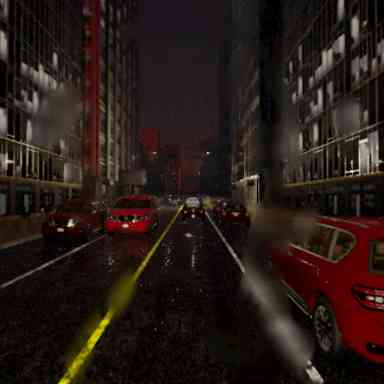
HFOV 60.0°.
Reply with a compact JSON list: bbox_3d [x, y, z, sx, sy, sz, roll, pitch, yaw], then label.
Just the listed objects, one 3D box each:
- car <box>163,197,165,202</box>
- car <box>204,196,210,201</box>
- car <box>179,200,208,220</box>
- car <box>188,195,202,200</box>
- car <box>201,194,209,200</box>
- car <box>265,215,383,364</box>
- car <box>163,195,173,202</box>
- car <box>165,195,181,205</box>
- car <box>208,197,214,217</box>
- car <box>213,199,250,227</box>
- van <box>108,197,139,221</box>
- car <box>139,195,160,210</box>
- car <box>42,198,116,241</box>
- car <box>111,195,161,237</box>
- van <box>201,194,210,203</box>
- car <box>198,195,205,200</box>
[{"bbox_3d":[-5.638,1.566,50.316,1.947,1.339,4.313,1,0,0],"label":"car"},{"bbox_3d":[2.709,1.524,39.447,1.752,1.417,4.829,1,0,0],"label":"car"},{"bbox_3d":[0.101,1.599,28.252,1.895,1.301,4.718,0,0,0],"label":"car"},{"bbox_3d":[0.105,1.524,44.619,1.812,1.442,4.674,0,0,0],"label":"car"},{"bbox_3d":[2.710,1.526,56.179,1.752,1.417,4.829,1,0,0],"label":"car"},{"bbox_3d":[2.709,1.315,5.814,2.192,1.841,5.009,1,0,0],"label":"car"},{"bbox_3d":[-5.633,1.443,78.192,1.967,1.590,4.097,1,0,0],"label":"car"},{"bbox_3d":[-3.047,1.352,58.734,2.097,1.767,4.553,0,0,1],"label":"car"},{"bbox_3d":[2.709,1.438,28.122,1.967,1.590,4.097,1,0,0],"label":"car"},{"bbox_3d":[2.708,1.439,22.545,1.967,1.590,4.097,1,0,0],"label":"car"},{"bbox_3d":[-5.678,1.340,28.016,1.690,1.788,3.998,1,0,0],"label":"van"},{"bbox_3d":[-5.634,1.314,44.740,2.192,1.841,5.009,1,0,0],"label":"car"},{"bbox_3d":[-5.670,1.314,16.865,2.192,1.841,5.009,1,0,0],"label":"car"},{"bbox_3d":[-3.097,1.220,18.284,2.150,2.045,5.566,0,0,0],"label":"car"},{"bbox_3d":[2.715,1.343,67.164,1.690,1.788,3.998,1,0,0],"label":"van"},{"bbox_3d":[2.714,1.588,95.050,1.802,1.307,4.206,1,0,0],"label":"car"}]
